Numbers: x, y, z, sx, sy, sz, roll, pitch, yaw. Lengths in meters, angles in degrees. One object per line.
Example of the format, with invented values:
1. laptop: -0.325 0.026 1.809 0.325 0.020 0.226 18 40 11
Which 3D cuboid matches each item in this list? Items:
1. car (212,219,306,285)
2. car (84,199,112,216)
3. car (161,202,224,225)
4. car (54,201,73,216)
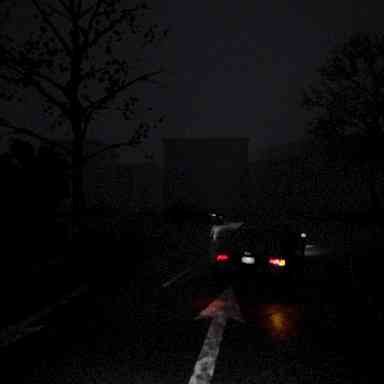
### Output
1. car: 2.173 1.549 9.647 2.033 1.411 5.357 0 0 22
2. car: -9.837 1.474 34.621 2.185 1.767 4.553 -1 0 1
3. car: -0.011 1.517 24.313 4.892 1.490 1.837 0 -2 33
4. car: -12.870 1.647 34.696 2.097 1.535 5.008 -1 0 1
